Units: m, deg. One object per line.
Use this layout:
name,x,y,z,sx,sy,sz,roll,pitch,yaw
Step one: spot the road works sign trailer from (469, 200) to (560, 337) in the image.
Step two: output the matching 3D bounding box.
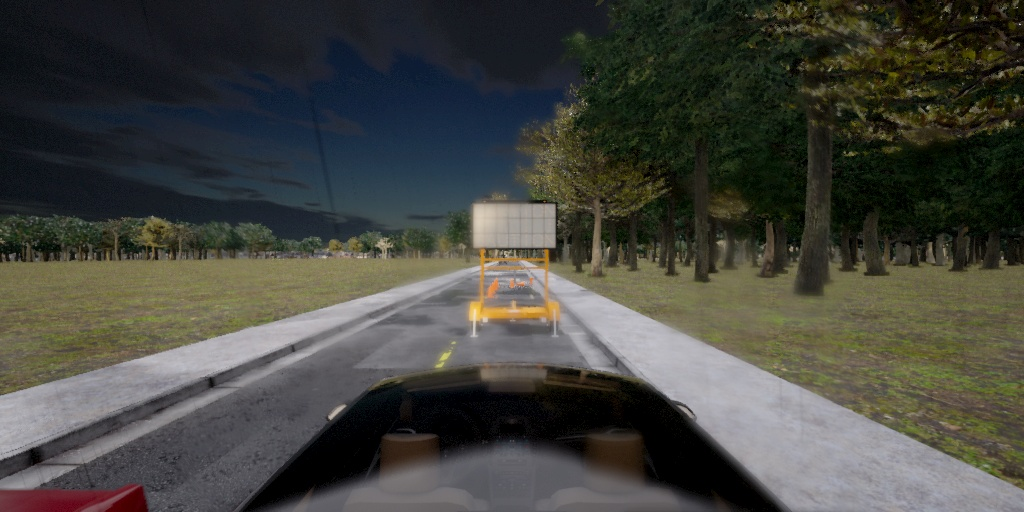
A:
road works sign trailer,0.075,0.215,10.242,2.380,3.560,2.880,0,0,0
